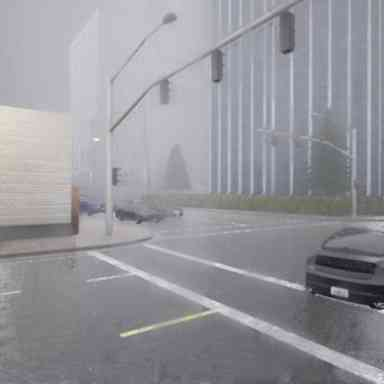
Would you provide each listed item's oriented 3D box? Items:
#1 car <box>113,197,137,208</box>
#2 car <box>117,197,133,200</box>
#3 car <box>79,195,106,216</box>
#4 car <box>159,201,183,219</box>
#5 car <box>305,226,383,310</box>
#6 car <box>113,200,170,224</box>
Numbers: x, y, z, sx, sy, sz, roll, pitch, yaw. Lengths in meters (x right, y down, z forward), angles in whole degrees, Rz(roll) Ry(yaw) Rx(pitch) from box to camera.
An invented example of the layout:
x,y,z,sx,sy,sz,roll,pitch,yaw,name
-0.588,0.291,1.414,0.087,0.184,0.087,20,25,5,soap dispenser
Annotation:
x,y,z,sx,sy,sz,roll,pitch,yaw,name
-10.843,1.656,53.646,1.837,1.490,4.892,0,0,-36,car
-8.112,1.625,37.494,1.837,1.490,4.892,0,0,-35,car
-10.127,1.327,34.291,2.150,2.045,5.566,0,0,-36,car
-2.638,1.611,29.832,2.128,1.511,4.902,0,0,-36,car
4.341,1.557,7.716,1.837,1.490,4.892,1,1,44,car
-4.202,1.653,26.001,2.033,1.411,5.357,0,0,-36,car
